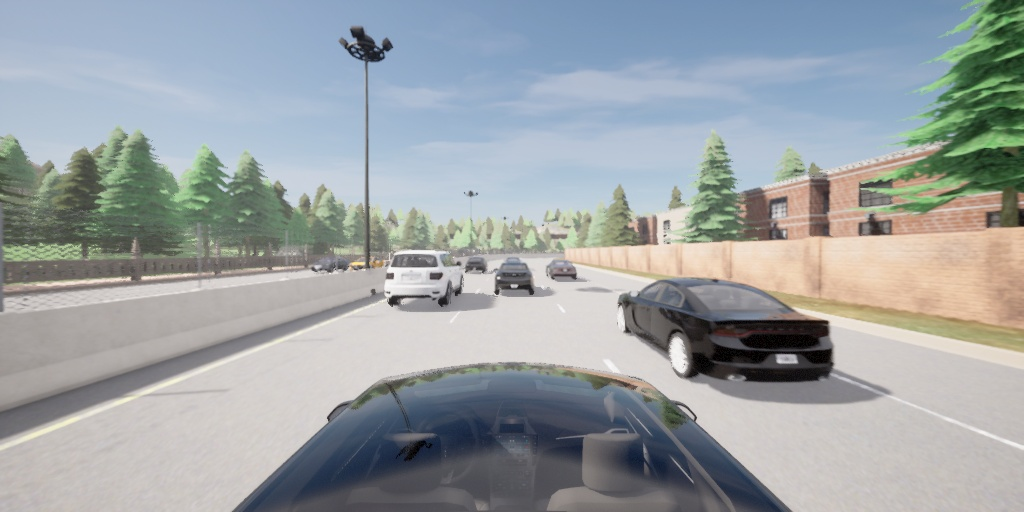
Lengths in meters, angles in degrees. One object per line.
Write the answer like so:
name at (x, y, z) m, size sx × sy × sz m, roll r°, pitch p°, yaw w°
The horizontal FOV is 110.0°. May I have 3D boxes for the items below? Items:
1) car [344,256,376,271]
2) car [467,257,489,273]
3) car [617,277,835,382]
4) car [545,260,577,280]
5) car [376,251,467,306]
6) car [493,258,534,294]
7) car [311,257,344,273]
car at (-14.084, 0.811, 35.150) m, size 1.882 × 1.535 × 5.008 m, roll 0°, pitch 1°, yaw 0°
car at (-3.392, 0.844, 34.924) m, size 1.837 × 1.490 × 4.892 m, roll 0°, pitch 1°, yaw 0°
car at (3.601, 1.160, 7.167) m, size 1.882 × 1.535 × 5.008 m, roll 0°, pitch 1°, yaw 0°
car at (3.606, 0.986, 26.820) m, size 2.033 × 1.411 × 5.357 m, roll 0°, pitch 1°, yaw 0°
car at (-3.398, 0.811, 14.773) m, size 2.150 × 2.045 × 5.566 m, roll 0°, pitch 1°, yaw 0°
car at (0.103, 1.048, 18.530) m, size 1.837 × 1.490 × 4.892 m, roll 0°, pitch 1°, yaw 0°
car at (-17.583, 0.828, 34.892) m, size 2.128 × 1.511 × 4.902 m, roll 0°, pitch 1°, yaw 0°
